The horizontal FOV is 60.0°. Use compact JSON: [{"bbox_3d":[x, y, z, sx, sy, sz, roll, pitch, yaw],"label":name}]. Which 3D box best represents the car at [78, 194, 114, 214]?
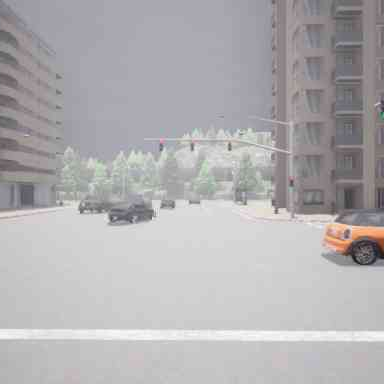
[{"bbox_3d":[-10.508,1.221,36.239,2.150,2.045,5.566,0,0,0],"label":"car"}]

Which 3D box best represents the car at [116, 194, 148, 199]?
[{"bbox_3d":[-6.999,1.221,39.442,2.150,2.045,5.566,0,0,0],"label":"car"}]

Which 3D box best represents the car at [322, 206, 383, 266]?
[{"bbox_3d":[6.835,1.352,10.993,4.553,1.767,2.097,0,0,1],"label":"car"}]

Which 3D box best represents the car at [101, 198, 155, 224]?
[{"bbox_3d":[-4.424,1.505,25.029,1.837,1.490,4.892,3,1,20],"label":"car"}]

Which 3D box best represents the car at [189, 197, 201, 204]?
[{"bbox_3d":[0.490,1.564,61.520,1.994,1.385,4.181,0,0,5],"label":"car"}]

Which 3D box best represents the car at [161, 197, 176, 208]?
[{"bbox_3d":[-3.308,1.491,46.686,2.128,1.511,4.902,0,0,0],"label":"car"}]
